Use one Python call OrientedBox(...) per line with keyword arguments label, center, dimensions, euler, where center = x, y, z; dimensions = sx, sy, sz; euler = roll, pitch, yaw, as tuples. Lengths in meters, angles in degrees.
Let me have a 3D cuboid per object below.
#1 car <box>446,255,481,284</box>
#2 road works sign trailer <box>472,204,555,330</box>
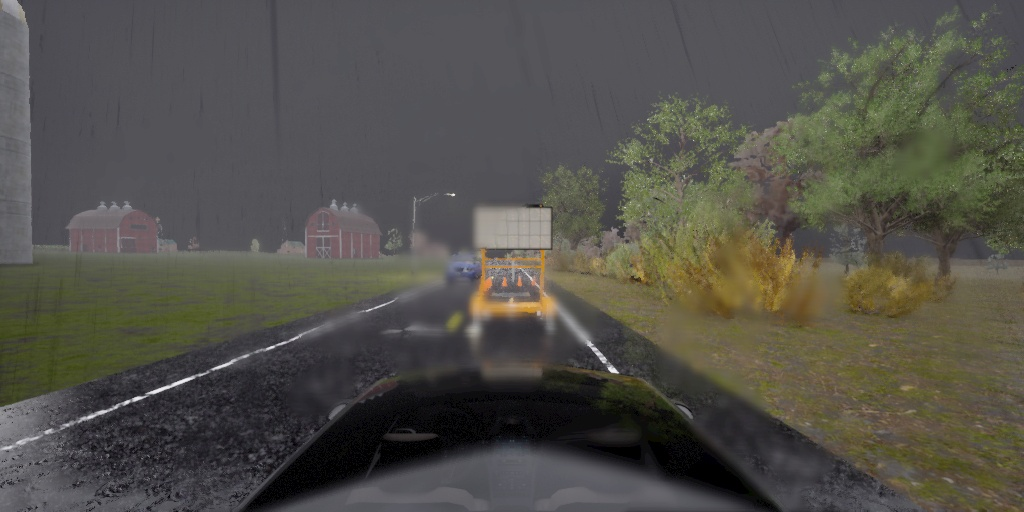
OrientedBox(label="car", center=(-3.624, 0.966, 27.541), dimensions=(2.150, 2.045, 5.566), euler=(0, 0, 0))
OrientedBox(label="road works sign trailer", center=(0.038, 0.212, 11.108), dimensions=(2.380, 3.560, 2.880), euler=(0, 0, 0))
